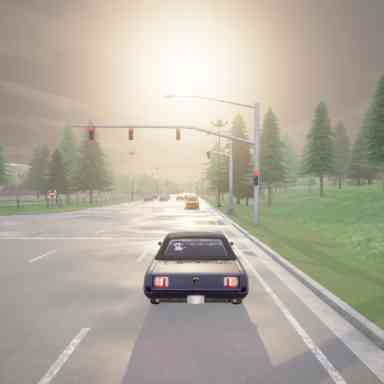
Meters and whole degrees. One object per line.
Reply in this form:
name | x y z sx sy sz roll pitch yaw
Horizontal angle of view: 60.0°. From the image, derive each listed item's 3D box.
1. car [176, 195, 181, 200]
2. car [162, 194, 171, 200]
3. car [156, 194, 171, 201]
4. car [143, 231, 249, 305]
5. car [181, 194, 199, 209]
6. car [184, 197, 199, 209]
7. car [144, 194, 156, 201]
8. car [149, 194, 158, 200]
car | -3.378 1.553 91.183 1.994 1.385 4.181 0 0 0
car | -6.879 1.372 90.774 2.033 1.411 5.357 0 0 0
car | -6.893 1.531 80.354 2.033 1.411 5.357 0 0 0
car | 0.090 1.601 8.057 1.895 1.301 4.718 0 0 0
car | -0.080 1.091 46.213 1.882 1.535 5.008 -3 17 -4
car | -0.013 1.576 49.725 2.033 1.411 5.357 -1 1 1
car | -10.393 1.531 80.359 2.033 1.411 5.357 0 0 0
car | -10.379 1.332 90.779 1.837 1.490 4.892 0 0 0
